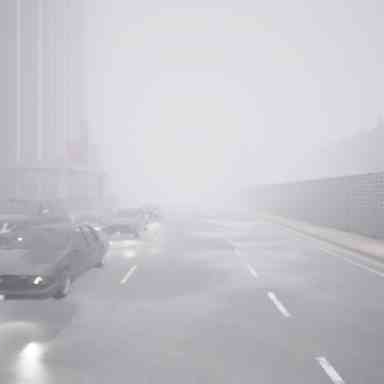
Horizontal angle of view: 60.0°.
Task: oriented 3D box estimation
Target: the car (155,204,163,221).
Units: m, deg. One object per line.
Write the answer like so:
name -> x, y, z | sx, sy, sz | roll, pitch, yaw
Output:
car -> -3.585, 1.722, 28.688 | 1.895, 1.301, 4.718 | 0, 0, 0

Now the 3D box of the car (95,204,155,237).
car -> -3.597, 1.626, 18.881 | 2.033, 1.411, 5.357 | 0, 0, 0

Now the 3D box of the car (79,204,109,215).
car -> -7.088, 1.652, 25.129 | 2.033, 1.411, 5.357 | 0, 0, 1

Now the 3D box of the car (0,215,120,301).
car -> -3.598, 1.582, 8.810 | 2.033, 1.411, 5.357 | 0, 0, 0

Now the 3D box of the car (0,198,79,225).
car -> -7.097, 1.280, 14.514 | 2.150, 2.045, 5.566 | 0, 0, 0
